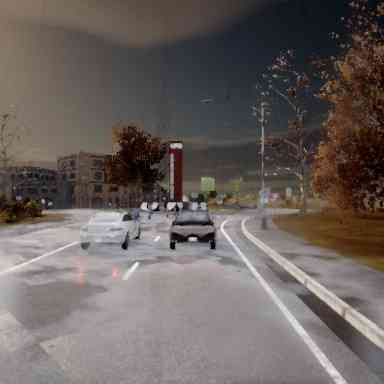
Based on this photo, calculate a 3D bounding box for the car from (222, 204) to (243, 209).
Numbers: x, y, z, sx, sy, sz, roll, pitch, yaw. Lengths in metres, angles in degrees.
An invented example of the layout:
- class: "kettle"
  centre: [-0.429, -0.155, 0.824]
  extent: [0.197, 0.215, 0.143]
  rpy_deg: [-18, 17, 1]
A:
- class: "car"
  centre: [9.488, 3.541, 80.636]
  extent: [4.181, 1.385, 1.994]
  rpy_deg: [-2, -3, 37]

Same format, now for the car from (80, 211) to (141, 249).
- class: "car"
  centre: [-3.455, 1.561, 14.572]
  extent: [1.812, 1.442, 4.674]
  rpy_deg: [0, 0, 0]

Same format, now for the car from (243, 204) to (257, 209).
- class: "car"
  centre: [13.542, 3.539, 81.372]
  extent: [2.033, 1.411, 5.357]
  rpy_deg: [2, -3, -45]

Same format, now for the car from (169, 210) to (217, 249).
- class: "car"
  centre: [0.045, 1.522, 14.551]
  extent: [2.128, 1.511, 4.902]
  rpy_deg: [0, 0, 0]
